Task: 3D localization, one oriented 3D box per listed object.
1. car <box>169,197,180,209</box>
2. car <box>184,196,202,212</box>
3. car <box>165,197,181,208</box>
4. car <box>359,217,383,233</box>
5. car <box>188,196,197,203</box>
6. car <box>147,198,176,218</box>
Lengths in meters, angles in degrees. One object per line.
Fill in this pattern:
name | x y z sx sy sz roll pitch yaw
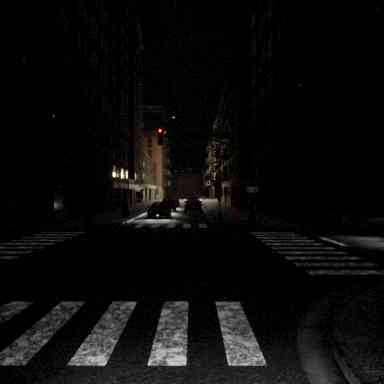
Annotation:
car | -2.835 1.481 39.988 2.128 1.511 4.902 0 0 0
car | 0.122 1.467 39.302 1.882 1.535 5.008 0 0 0
car | -2.835 1.474 50.189 2.128 1.511 4.902 0 0 0
car | 11.637 1.554 17.861 4.829 1.417 1.752 0 0 0
car | 0.112 1.490 69.958 1.812 1.442 4.674 0 0 0
car | -2.840 1.541 30.166 2.033 1.411 5.357 0 0 0
